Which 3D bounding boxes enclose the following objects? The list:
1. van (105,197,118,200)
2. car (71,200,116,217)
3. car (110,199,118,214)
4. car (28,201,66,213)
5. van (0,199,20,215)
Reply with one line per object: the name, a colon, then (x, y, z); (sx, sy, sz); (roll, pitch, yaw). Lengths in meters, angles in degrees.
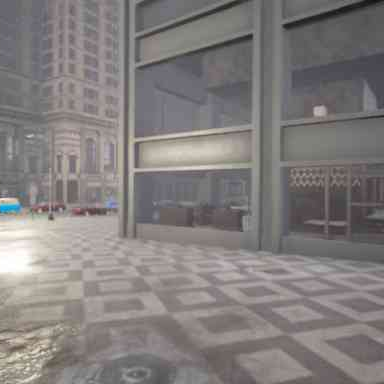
van: (-11.388, 1.665, 49.818); (1.690, 1.788, 3.998); (0, 0, 35)
car: (-10.788, 1.910, 35.843); (1.887, 1.381, 4.507); (0, 0, 35)
car: (-7.602, 1.930, 40.357); (1.887, 1.381, 4.507); (0, 0, 35)
car: (-17.765, 1.826, 40.794); (1.887, 1.381, 4.507); (0, 0, 35)
van: (-20.952, 1.603, 36.281); (1.690, 1.788, 3.998); (0, 0, 35)
